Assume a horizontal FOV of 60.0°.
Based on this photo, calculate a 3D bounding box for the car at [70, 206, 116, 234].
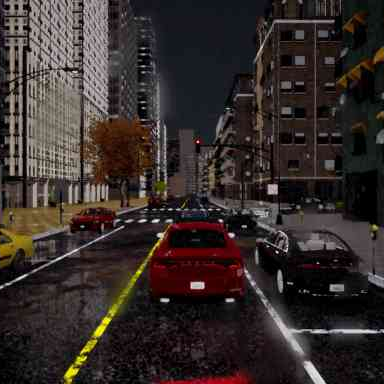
[{"bbox_3d":[-5.664,1.553,19.447,1.887,1.381,4.507,0,0,0],"label":"car"}]

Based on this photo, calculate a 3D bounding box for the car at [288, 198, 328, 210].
[{"bbox_3d":[13.480,1.367,38.826,4.403,1.369,2.008,-1,1,0],"label":"car"}]

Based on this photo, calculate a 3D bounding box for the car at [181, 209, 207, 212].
[{"bbox_3d":[0.112,1.609,18.366,1.895,1.301,4.718,0,0,0],"label":"car"}]

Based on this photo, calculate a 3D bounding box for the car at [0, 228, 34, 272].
[{"bbox_3d":[-5.680,1.528,8.212,1.752,1.417,4.829,0,0,0],"label":"car"}]

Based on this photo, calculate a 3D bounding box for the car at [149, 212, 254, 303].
[{"bbox_3d":[0.103,1.480,8.274,1.882,1.535,5.008,0,0,0],"label":"car"}]

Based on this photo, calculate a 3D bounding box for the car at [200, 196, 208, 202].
[{"bbox_3d":[2.802,1.616,79.607,1.752,1.417,4.829,0,0,0],"label":"car"}]

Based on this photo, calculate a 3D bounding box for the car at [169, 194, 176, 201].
[{"bbox_3d":[-5.572,1.667,84.973,1.947,1.339,4.313,0,0,0],"label":"car"}]

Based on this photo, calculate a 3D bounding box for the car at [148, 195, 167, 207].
[{"bbox_3d":[-5.619,1.360,51.836,2.192,1.841,5.009,0,0,0],"label":"car"}]

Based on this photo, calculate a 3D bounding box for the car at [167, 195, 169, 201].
[{"bbox_3d":[-5.611,1.619,57.358,1.947,1.339,4.313,0,0,0],"label":"car"}]

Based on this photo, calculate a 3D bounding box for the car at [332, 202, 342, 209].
[{"bbox_3d":[18.877,1.267,38.873,4.829,1.417,1.752,-1,1,0],"label":"car"}]

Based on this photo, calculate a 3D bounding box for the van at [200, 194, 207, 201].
[{"bbox_3d":[2.809,1.443,84.961,1.690,1.788,3.998,0,0,0],"label":"van"}]

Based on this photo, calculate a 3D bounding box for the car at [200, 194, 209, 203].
[{"bbox_3d":[2.794,1.645,73.915,1.947,1.339,4.313,0,0,0],"label":"car"}]

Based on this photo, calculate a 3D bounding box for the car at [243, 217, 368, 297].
[{"bbox_3d":[2.701,1.553,8.369,2.008,1.369,4.403,0,0,0],"label":"car"}]

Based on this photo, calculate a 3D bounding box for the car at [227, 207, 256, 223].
[{"bbox_3d":[2.716,1.559,19.435,2.008,1.369,4.403,0,0,0],"label":"car"}]

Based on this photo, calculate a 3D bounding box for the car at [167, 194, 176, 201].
[{"bbox_3d":[-5.564,1.429,90.495,2.192,1.841,5.009,0,0,0],"label":"car"}]
